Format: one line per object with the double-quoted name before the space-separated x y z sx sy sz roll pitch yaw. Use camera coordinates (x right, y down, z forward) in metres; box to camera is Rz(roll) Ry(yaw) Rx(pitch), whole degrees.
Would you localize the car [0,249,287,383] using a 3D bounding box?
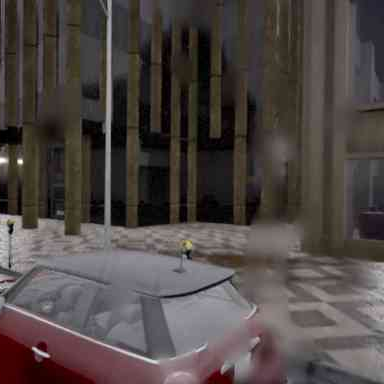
"car" -1.162 1.395 3.810 4.097 1.590 1.967 1 1 36
